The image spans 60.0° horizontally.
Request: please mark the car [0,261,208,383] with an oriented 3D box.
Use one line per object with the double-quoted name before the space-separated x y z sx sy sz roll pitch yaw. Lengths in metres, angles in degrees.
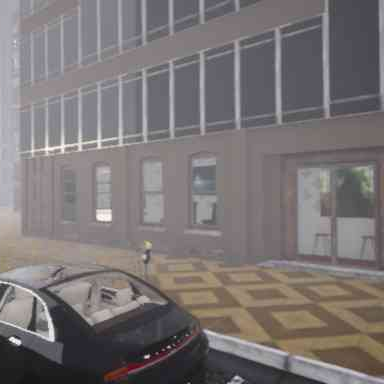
"car" -1.881 1.586 4.214 4.403 1.369 2.008 -1 0 35
